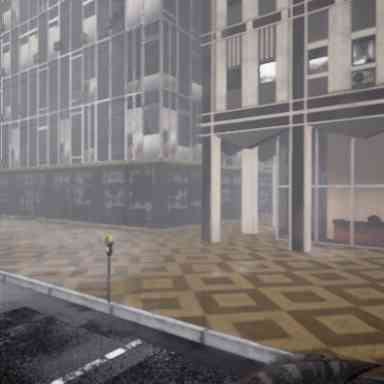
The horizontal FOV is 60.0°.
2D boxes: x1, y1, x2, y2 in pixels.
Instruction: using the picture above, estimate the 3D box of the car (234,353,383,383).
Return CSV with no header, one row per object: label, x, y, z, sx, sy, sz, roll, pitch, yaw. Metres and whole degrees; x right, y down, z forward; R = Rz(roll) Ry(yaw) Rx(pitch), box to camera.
car,1.975,1.566,1.462,4.313,1.339,1.947,0,0,35
